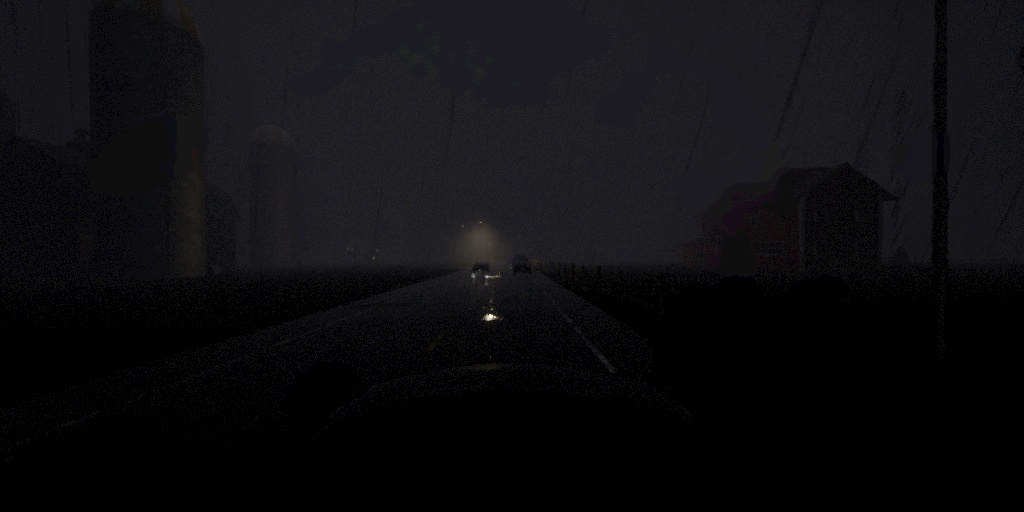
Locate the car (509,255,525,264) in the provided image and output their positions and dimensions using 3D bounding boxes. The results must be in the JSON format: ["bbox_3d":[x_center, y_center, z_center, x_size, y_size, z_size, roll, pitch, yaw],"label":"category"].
[{"bbox_3d":[1.051,0.876,47.965,2.150,2.045,5.566,0,0,0],"label":"car"}]

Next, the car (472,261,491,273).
[{"bbox_3d":[-3.585,1.259,42.250,1.895,1.301,4.718,0,0,0],"label":"car"}]

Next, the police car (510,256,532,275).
[{"bbox_3d":[1.050,1.090,38.043,1.930,1.638,5.238,0,0,0],"label":"police car"}]
